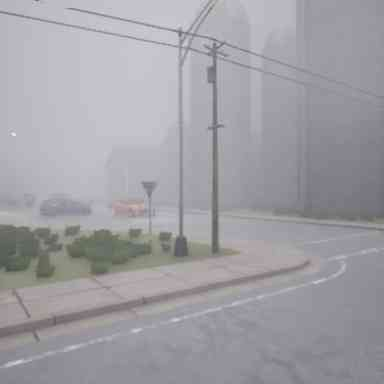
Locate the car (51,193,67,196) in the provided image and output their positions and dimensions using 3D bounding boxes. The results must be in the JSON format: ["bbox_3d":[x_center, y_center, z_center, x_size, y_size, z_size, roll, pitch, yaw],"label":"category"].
[{"bbox_3d":[-19.157,1.160,48.396,2.150,2.045,5.566,0,0,-36],"label":"car"}]

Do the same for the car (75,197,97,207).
[{"bbox_3d":[-16.123,1.443,50.363,1.812,1.442,4.674,0,0,-36],"label":"car"}]

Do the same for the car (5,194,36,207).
[{"bbox_3d":[-25.813,1.267,50.614,3.866,1.878,1.905,0,0,-36],"label":"car"}]

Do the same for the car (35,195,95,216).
[{"bbox_3d":[-11.652,1.436,30.982,4.611,1.667,2.242,0,0,-36],"label":"car"}]

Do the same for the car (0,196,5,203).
[{"bbox_3d":[-34.161,1.461,61.216,4.193,1.474,1.816,0,0,-36],"label":"car"}]

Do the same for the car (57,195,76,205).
[{"bbox_3d":[-22.019,1.394,58.326,1.882,1.535,5.008,0,0,-36],"label":"car"}]

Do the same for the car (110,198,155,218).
[{"bbox_3d":[-5.012,1.289,28.869,2.097,1.767,4.553,0,0,-36],"label":"car"}]

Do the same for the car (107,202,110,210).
[{"bbox_3d":[-8.681,1.444,40.157,1.812,1.442,4.674,0,0,-36],"label":"car"}]
